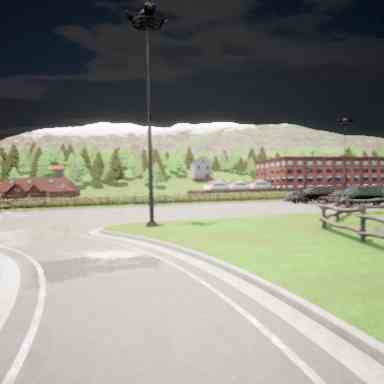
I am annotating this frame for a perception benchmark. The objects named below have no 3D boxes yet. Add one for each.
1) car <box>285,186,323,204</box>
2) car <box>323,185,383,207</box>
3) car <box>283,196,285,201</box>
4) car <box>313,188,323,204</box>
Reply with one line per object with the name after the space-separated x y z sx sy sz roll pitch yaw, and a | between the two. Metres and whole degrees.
14.583 0.352 40.027 5.566 2.045 2.150 -2 1 -15 | car
16.483 0.399 33.294 5.566 2.045 2.150 -2 1 -15 | car
14.228 0.617 43.554 4.674 1.442 1.812 -2 1 -15 | car
16.422 0.609 36.903 5.008 1.535 1.882 -2 1 -15 | car
